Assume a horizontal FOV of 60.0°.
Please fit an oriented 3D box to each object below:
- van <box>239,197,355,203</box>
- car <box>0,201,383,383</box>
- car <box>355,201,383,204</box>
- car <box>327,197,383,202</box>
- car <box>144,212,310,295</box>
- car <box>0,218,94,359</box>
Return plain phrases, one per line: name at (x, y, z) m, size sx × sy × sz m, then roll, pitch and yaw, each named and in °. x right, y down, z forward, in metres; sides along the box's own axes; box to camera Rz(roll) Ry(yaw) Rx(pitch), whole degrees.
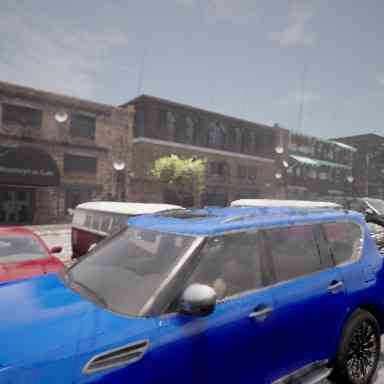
van at (2.934, 1.275, 11.623) m, size 1.878 × 1.987 × 4.442 m, roll 0°, pitch 0°, yaw -35°
car at (0.076, 1.226, 3.739) m, size 5.566 × 2.045 × 2.150 m, roll 0°, pitch 0°, yaw -35°
car at (5.267, 1.382, 13.181) m, size 2.185 × 1.767 × 4.553 m, roll 0°, pitch 0°, yaw -35°
car at (7.584, 1.266, 14.757) m, size 2.435 × 2.045 × 5.566 m, roll 0°, pitch 0°, yaw -35°
car at (0.714, 1.495, 9.906) m, size 2.231 × 1.521 × 4.892 m, roll 0°, pitch 0°, yaw -35°
car at (-3.850, 1.481, 6.650) m, size 2.097 × 1.535 × 5.008 m, roll 0°, pitch 0°, yaw -36°
